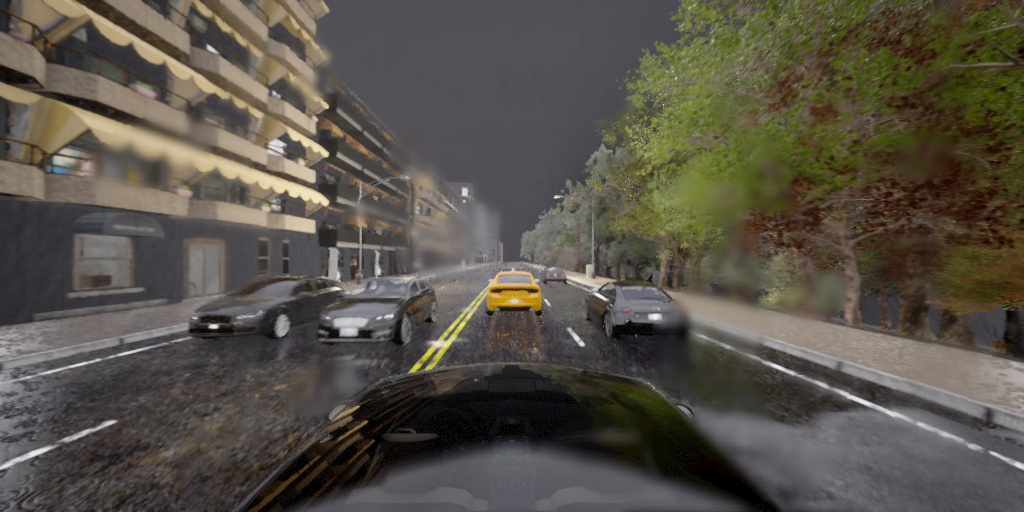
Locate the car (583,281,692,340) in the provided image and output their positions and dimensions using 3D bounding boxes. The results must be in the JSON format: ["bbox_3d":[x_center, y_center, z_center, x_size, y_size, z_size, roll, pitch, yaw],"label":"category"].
[{"bbox_3d":[3.326,1.391,10.284,1.994,1.385,4.181,0,0,0],"label":"car"}]

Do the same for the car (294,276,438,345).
[{"bbox_3d":[-3.322,1.314,9.785,2.128,1.511,4.902,0,-1,0],"label":"car"}]

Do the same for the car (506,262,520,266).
[{"bbox_3d":[0.100,1.432,37.870,2.097,1.767,4.553,0,-1,0],"label":"car"}]

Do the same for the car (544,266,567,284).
[{"bbox_3d":[3.349,1.551,29.627,2.033,1.411,5.357,0,-1,0],"label":"car"}]

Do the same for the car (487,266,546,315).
[{"bbox_3d":[0.090,1.340,14.252,1.882,1.535,5.008,0,0,0],"label":"car"}]

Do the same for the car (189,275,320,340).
[{"bbox_3d":[-6.569,1.332,10.348,1.837,1.490,4.892,0,-1,0],"label":"car"}]
